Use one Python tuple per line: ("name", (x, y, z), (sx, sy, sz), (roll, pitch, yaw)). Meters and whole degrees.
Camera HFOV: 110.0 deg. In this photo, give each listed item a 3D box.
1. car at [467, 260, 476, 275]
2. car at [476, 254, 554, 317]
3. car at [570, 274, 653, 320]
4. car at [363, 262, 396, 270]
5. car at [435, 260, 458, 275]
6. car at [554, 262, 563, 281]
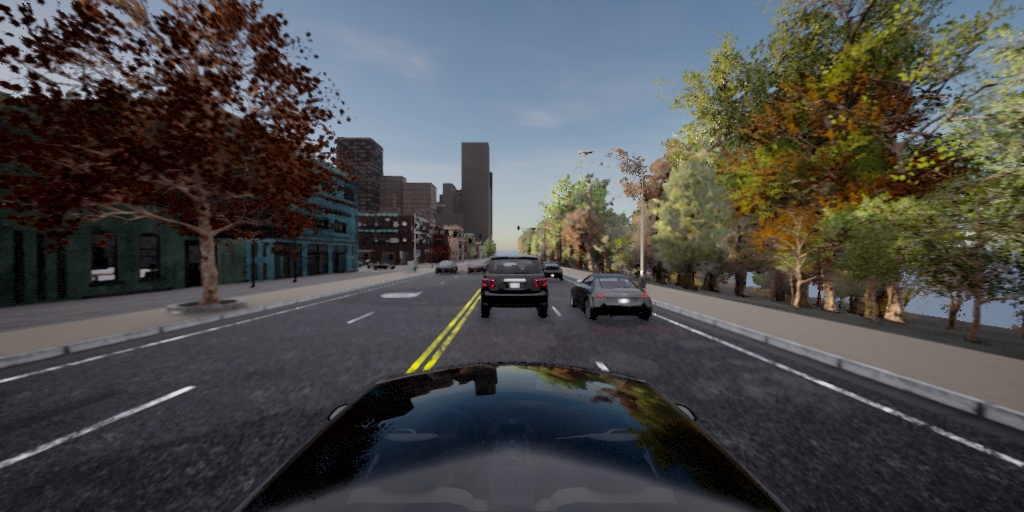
("car", (-3.770, 1.211, 38.975), (1.882, 1.535, 5.008), (0, 0, -1))
("car", (0.056, 0.965, 13.273), (2.150, 2.045, 5.566), (0, 0, -1))
("car", (3.306, 1.308, 12.661), (1.994, 1.385, 4.181), (0, 0, -1))
("car", (-20.688, 1.544, 57.051), (4.313, 1.339, 1.948), (0, 0, -1))
("car", (-7.019, 1.211, 38.813), (1.882, 1.535, 5.008), (0, 0, -1))
("car", (3.061, 1.241, 29.858), (1.837, 1.490, 4.892), (0, 0, -1))
